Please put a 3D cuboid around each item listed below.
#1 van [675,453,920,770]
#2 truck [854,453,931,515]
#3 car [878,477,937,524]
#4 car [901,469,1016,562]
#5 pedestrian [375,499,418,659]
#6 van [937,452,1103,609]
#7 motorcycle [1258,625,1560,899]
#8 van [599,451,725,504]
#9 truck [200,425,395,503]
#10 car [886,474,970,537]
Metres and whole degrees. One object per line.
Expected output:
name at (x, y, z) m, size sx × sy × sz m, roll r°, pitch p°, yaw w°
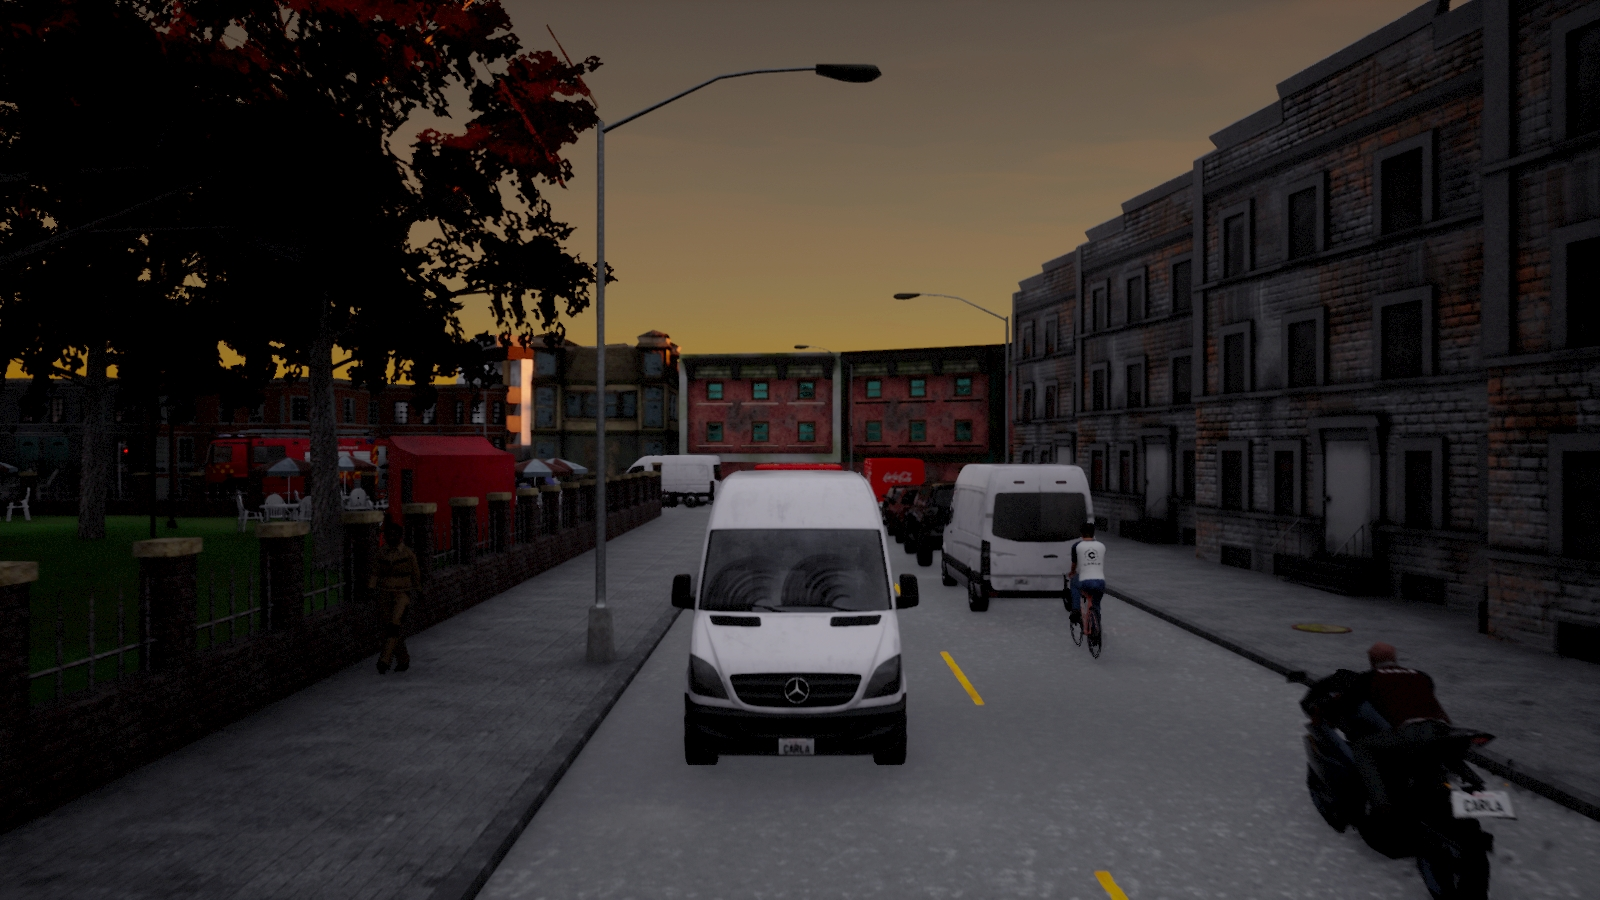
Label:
van at (-0.040, 1.315, 12.220) m, size 1.988 × 2.561 × 5.915 m, roll 0°, pitch 0°, yaw 0°
truck at (3.809, 1.351, 48.042) m, size 2.627 × 2.467 × 5.204 m, roll 0°, pitch 0°, yaw -2°
car at (3.883, 1.807, 41.673) m, size 1.789 × 1.549 × 3.705 m, roll 0°, pitch 0°, yaw 0°
car at (3.892, 1.561, 29.080) m, size 2.150 × 2.045 × 5.566 m, roll 0°, pitch 0°, yaw 0°
pedestrian at (-4.809, 1.526, 13.633) m, size 0.375 × 1.860 × 0.375 m, roll 0°, pitch 0°, yaw 1°
van at (3.954, 1.315, 21.657) m, size 1.988 × 2.561 × 5.915 m, roll 0°, pitch 0°, yaw 0°
motorcycle at (3.983, 1.985, 7.748) m, size 0.867 × 1.251 × 2.209 m, roll 0°, pitch 0°, yaw 0°
van at (-6.849, 1.317, 57.006) m, size 5.915 × 2.561 × 1.988 m, roll 0°, pitch 0°, yaw 10°
truck at (-24.999, 0.673, 57.115) m, size 8.468 × 3.827 × 2.891 m, roll 0°, pitch 0°, yaw -1°
car at (3.937, 1.687, 35.875) m, size 2.097 × 1.767 × 4.553 m, roll 0°, pitch 0°, yaw 0°
